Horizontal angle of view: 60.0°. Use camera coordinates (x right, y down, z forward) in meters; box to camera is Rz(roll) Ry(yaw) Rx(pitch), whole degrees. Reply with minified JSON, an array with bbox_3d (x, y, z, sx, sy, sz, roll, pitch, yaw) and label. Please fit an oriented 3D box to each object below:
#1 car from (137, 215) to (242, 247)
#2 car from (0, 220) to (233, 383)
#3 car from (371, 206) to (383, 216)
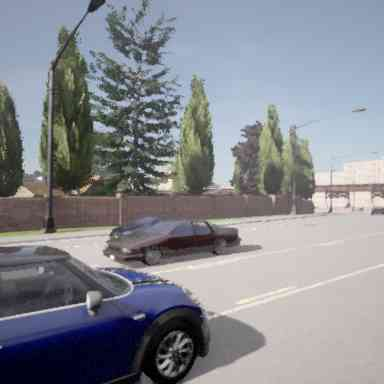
[{"bbox_3d":[-0.498,1.731,12.475,5.357,1.411,2.033,0,-1,-38],"label":"car"},{"bbox_3d":[-1.936,1.430,3.923,4.553,1.767,2.097,0,-1,-38],"label":"car"},{"bbox_3d":[26.568,2.696,47.122,1.994,1.385,4.181,0,-3,30],"label":"car"}]
